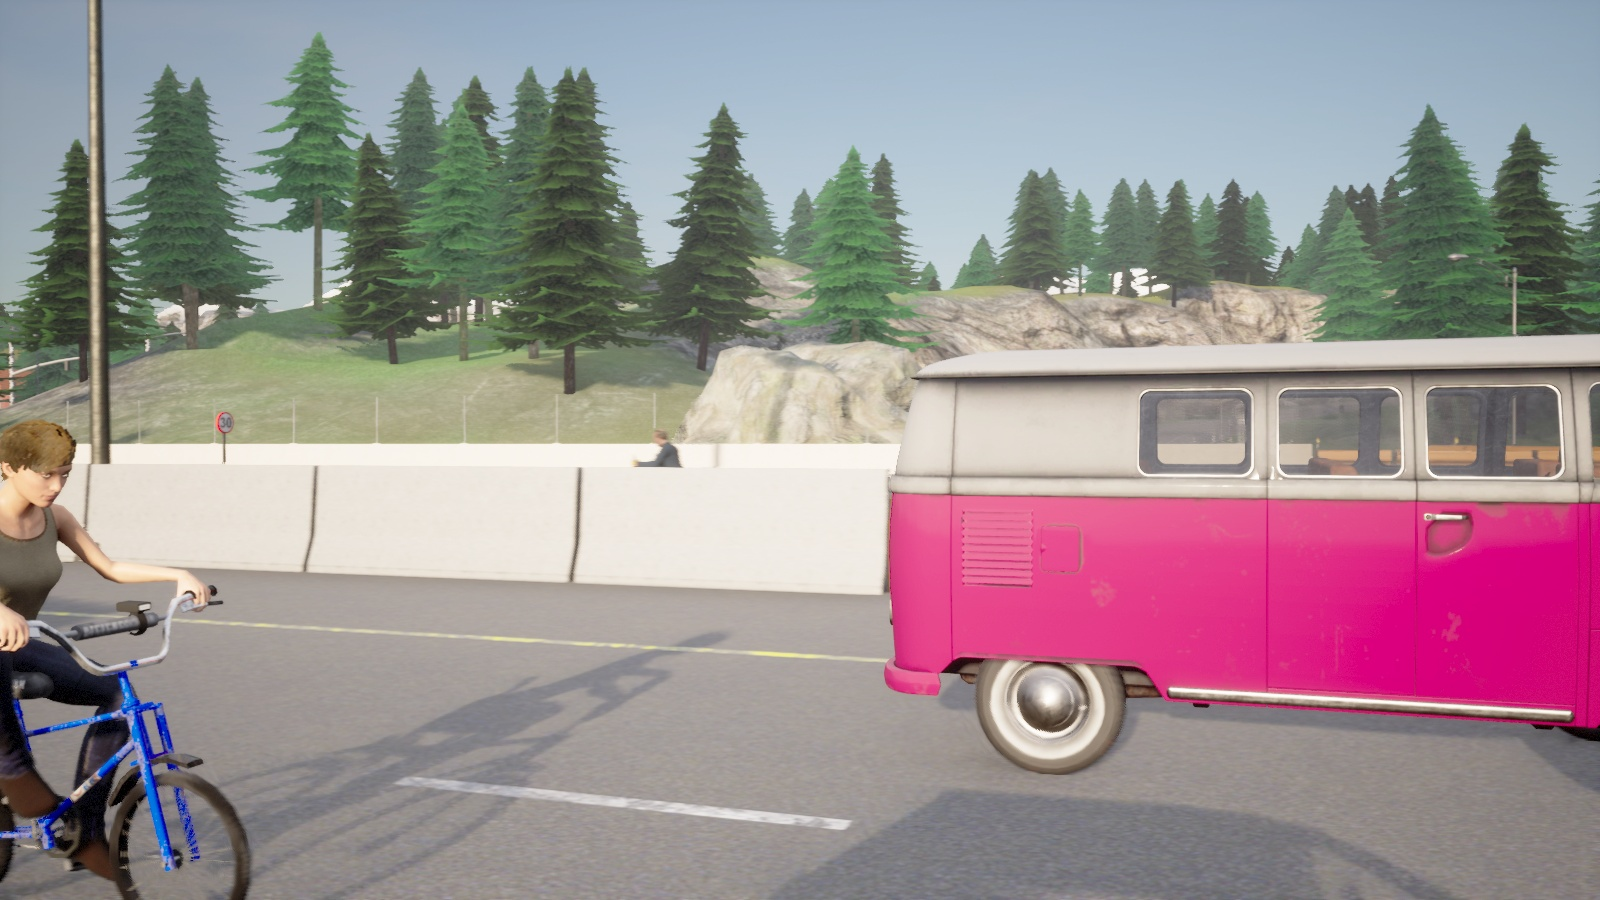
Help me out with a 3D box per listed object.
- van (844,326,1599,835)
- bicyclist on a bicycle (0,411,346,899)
[{"bbox_3d":[2.596,0.493,6.009,4.442,1.987,1.775,1,1,19],"label":"van"},{"bbox_3d":[-2.360,0.690,3.992,1.509,1.612,0.866,1,1,19],"label":"bicyclist on a bicycle"}]
